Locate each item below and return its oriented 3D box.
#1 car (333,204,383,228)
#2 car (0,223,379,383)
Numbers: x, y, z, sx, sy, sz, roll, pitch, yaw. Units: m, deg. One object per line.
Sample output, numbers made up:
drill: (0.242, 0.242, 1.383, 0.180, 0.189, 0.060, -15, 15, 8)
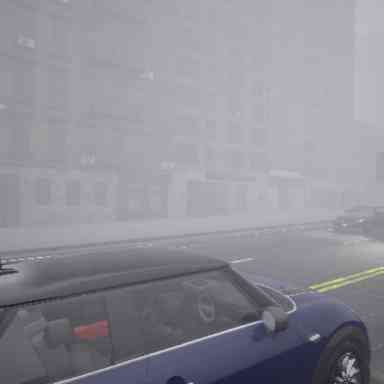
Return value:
car: (9.853, 1.435, 18.700, 4.674, 1.442, 1.812, 0, 0, -35)
car: (-0.240, 1.346, 3.269, 4.553, 1.767, 2.097, 0, 0, -36)
